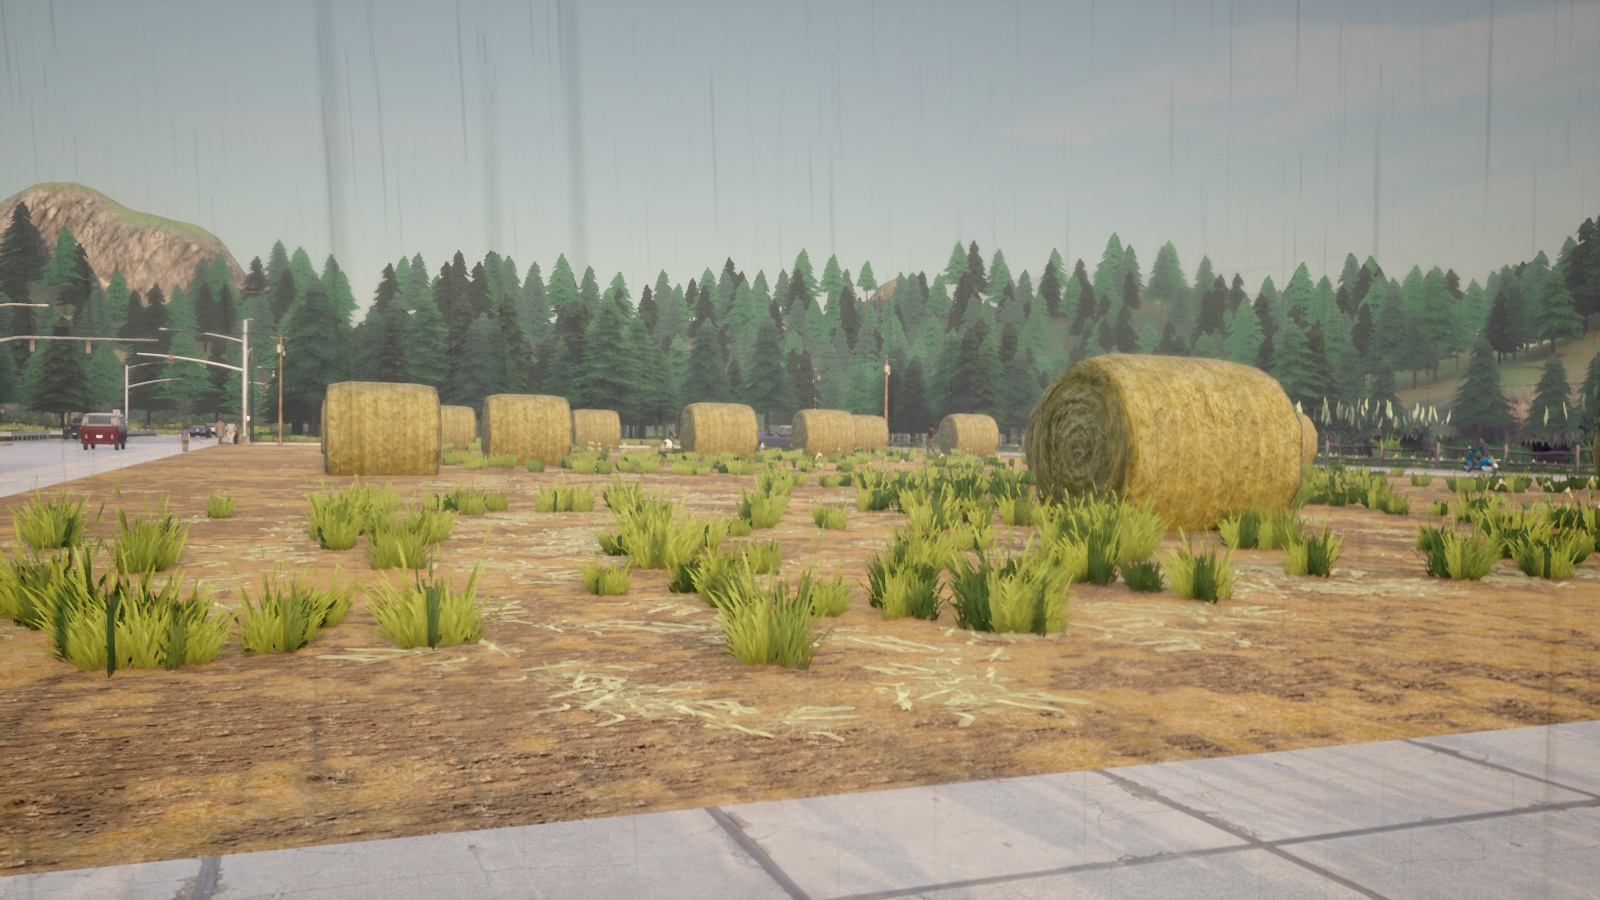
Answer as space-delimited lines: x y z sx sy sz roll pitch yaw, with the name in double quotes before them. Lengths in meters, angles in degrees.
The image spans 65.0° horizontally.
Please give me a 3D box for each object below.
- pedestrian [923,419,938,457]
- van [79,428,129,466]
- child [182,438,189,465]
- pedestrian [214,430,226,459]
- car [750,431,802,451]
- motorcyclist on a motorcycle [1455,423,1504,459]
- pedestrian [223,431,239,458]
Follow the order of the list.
"pedestrian" 6.591 -0.618 63.394 0.666 1.930 0.402 0 1 23
"van" -37.341 -0.196 67.446 1.775 1.987 4.442 -1 1 -22
"child" -28.499 0.063 58.200 0.270 1.263 0.437 -1 1 -27
"pedestrian" -39.634 -0.404 85.842 0.659 1.952 0.873 -1 1 -19
"car" -1.877 -0.701 98.953 3.633 1.501 1.845 -1 1 -21
"motorcyclist on a motorcycle" 30.034 -0.404 55.505 0.866 1.590 1.817 -1 1 -18
"pedestrian" -38.868 -0.395 85.825 0.874 1.855 0.900 -1 1 -20
